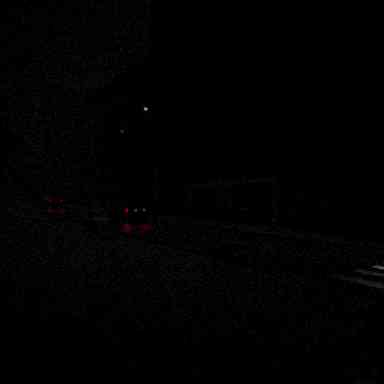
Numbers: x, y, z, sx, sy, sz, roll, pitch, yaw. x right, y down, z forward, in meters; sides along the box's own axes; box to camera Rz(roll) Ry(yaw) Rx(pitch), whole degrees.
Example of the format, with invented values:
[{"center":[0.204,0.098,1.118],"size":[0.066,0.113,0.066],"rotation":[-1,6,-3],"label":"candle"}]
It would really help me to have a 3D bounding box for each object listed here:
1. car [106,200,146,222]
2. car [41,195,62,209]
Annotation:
[{"center":[-5.822,1.555,28.969],"size":[2.097,1.767,4.553],"rotation":[1,-1,-36],"label":"car"},{"center":[-21.484,1.456,50.809],"size":[2.150,2.045,5.566],"rotation":[1,-2,-36],"label":"car"}]
